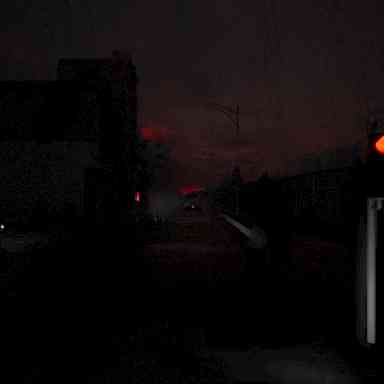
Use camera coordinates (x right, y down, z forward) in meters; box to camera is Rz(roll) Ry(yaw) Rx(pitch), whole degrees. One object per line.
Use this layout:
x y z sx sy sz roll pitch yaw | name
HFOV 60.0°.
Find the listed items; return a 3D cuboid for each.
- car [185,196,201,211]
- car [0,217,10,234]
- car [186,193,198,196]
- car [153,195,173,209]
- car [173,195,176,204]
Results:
0.084 1.525 41.492 1.812 1.442 4.674 0 0 0 | car
-11.840 1.506 16.925 4.892 1.490 1.837 0 0 7 | car
-0.034 1.223 66.718 2.150 2.045 5.566 0 0 0 | car
-4.119 1.491 44.361 2.128 1.511 4.902 0 0 0 | car
-4.118 1.601 53.645 1.895 1.301 4.718 0 0 0 | car
